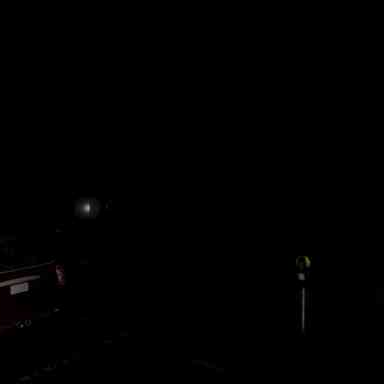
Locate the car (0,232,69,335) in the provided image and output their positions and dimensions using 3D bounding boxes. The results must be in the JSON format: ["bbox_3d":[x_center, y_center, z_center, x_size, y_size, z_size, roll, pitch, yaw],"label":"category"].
[{"bbox_3d":[-4.109,1.440,6.012,4.097,1.590,1.967,0,0,36],"label":"car"}]
